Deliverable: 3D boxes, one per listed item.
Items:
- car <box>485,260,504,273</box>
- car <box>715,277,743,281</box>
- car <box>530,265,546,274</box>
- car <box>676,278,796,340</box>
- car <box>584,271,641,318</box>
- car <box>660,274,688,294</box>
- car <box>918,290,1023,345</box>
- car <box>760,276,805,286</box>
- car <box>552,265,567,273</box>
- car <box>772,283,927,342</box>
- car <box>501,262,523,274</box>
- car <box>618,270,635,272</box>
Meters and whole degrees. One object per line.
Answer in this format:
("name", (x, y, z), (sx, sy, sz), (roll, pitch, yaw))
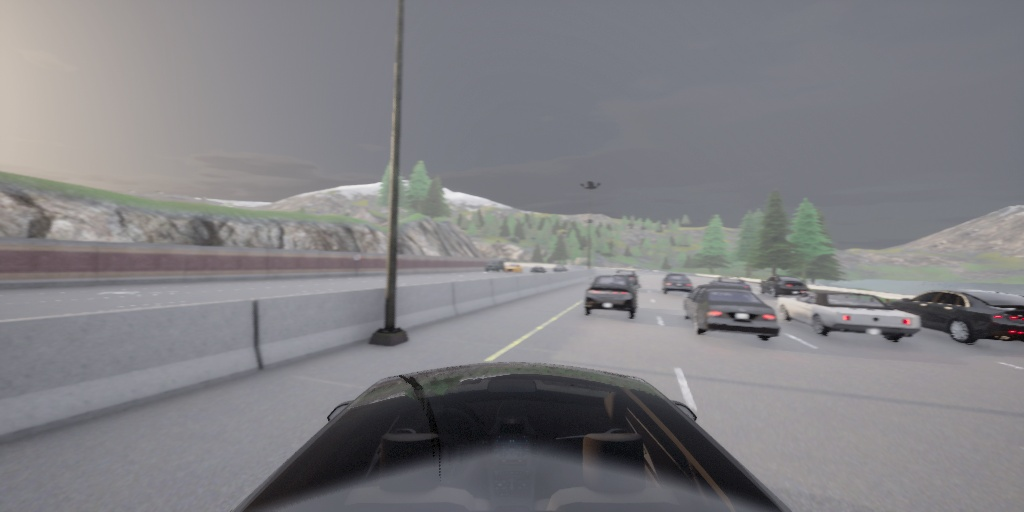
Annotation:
("car", (-2.702, 1.695, 59.677), (2.150, 2.045, 5.566), (1, -1, 16))
("car", (15.531, 2.143, 25.885), (1.895, 1.301, 4.718), (1, -1, 20))
("car", (4.260, 2.231, 58.769), (1.994, 1.385, 4.181), (1, -1, 16))
("car", (6.688, 1.630, 11.458), (2.033, 1.411, 5.357), (1, -1, 20))
("car", (4.138, 1.543, 14.673), (2.128, 1.511, 4.902), (1, -1, 20))
("car", (11.714, 1.974, 25.635), (2.033, 1.411, 5.357), (1, -1, 20))
("car", (14.040, 1.800, 11.187), (1.837, 1.490, 4.892), (1, 0, 20))
("car", (19.055, 2.144, 25.329), (1.837, 1.490, 4.892), (1, 0, 20))
("car", (7.764, 2.242, 58.331), (1.882, 1.535, 5.008), (1, -1, 15))
("car", (10.519, 1.799, 11.751), (1.895, 1.301, 4.718), (1, -1, 20))
("car", (0.332, 2.015, 57.703), (1.882, 1.535, 5.008), (2, -1, 16))
("car", (9.149, 1.887, 28.804), (2.128, 1.511, 4.902), (1, -1, 20))
